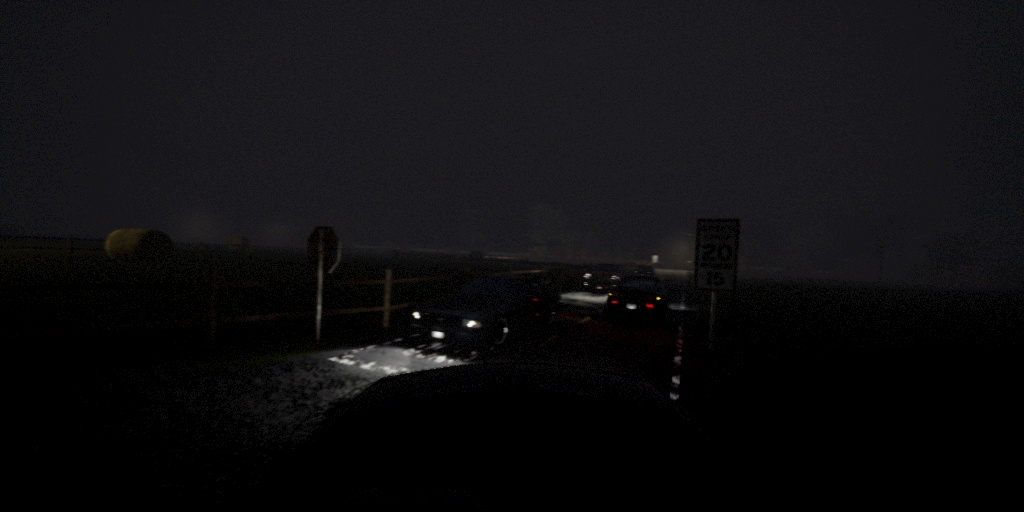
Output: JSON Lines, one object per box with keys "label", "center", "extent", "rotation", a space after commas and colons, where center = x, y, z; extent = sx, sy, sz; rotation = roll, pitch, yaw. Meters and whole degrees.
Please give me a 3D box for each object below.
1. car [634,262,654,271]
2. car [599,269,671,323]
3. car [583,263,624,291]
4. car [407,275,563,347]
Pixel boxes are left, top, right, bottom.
{"label": "car", "center": [15.376, 1.725, 41.370], "extent": [2.033, 1.411, 5.357], "rotation": [3, 1, 26]}
{"label": "car", "center": [4.701, 1.416, 13.121], "extent": [1.812, 1.442, 4.674], "rotation": [3, 0, 26]}
{"label": "car", "center": [5.880, 1.230, 22.027], "extent": [2.097, 1.767, 4.553], "rotation": [3, 0, 26]}
{"label": "car", "center": [-0.248, 1.226, 9.525], "extent": [2.033, 1.411, 5.357], "rotation": [3, 1, 27]}
